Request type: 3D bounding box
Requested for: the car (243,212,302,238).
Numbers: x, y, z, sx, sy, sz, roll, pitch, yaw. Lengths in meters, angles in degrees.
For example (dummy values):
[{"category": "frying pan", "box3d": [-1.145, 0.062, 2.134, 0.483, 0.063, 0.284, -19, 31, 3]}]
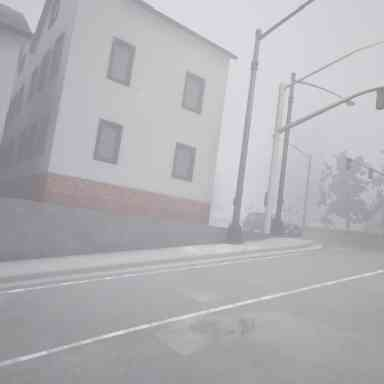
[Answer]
[{"category": "car", "box3d": [7.008, 2.946, 29.616, 2.150, 2.045, 5.566, 12, -7, -35]}]
